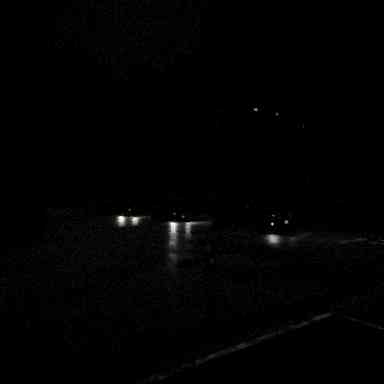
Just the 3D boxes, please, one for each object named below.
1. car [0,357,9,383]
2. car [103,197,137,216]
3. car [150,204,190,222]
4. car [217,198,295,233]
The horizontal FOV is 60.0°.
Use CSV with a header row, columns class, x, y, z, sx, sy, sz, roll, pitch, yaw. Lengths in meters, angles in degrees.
class,x,y,z,sx,sy,sz,roll,pitch,yaw
car,-3.086,1.314,0.611,5.009,1.841,2.192,0,0,-35
car,-8.252,1.590,37.776,2.150,2.045,5.566,0,-1,-35
car,-2.075,1.776,29.110,1.812,1.442,4.674,0,-1,-36
car,3.726,1.375,21.007,2.150,2.045,5.566,0,-1,-36
